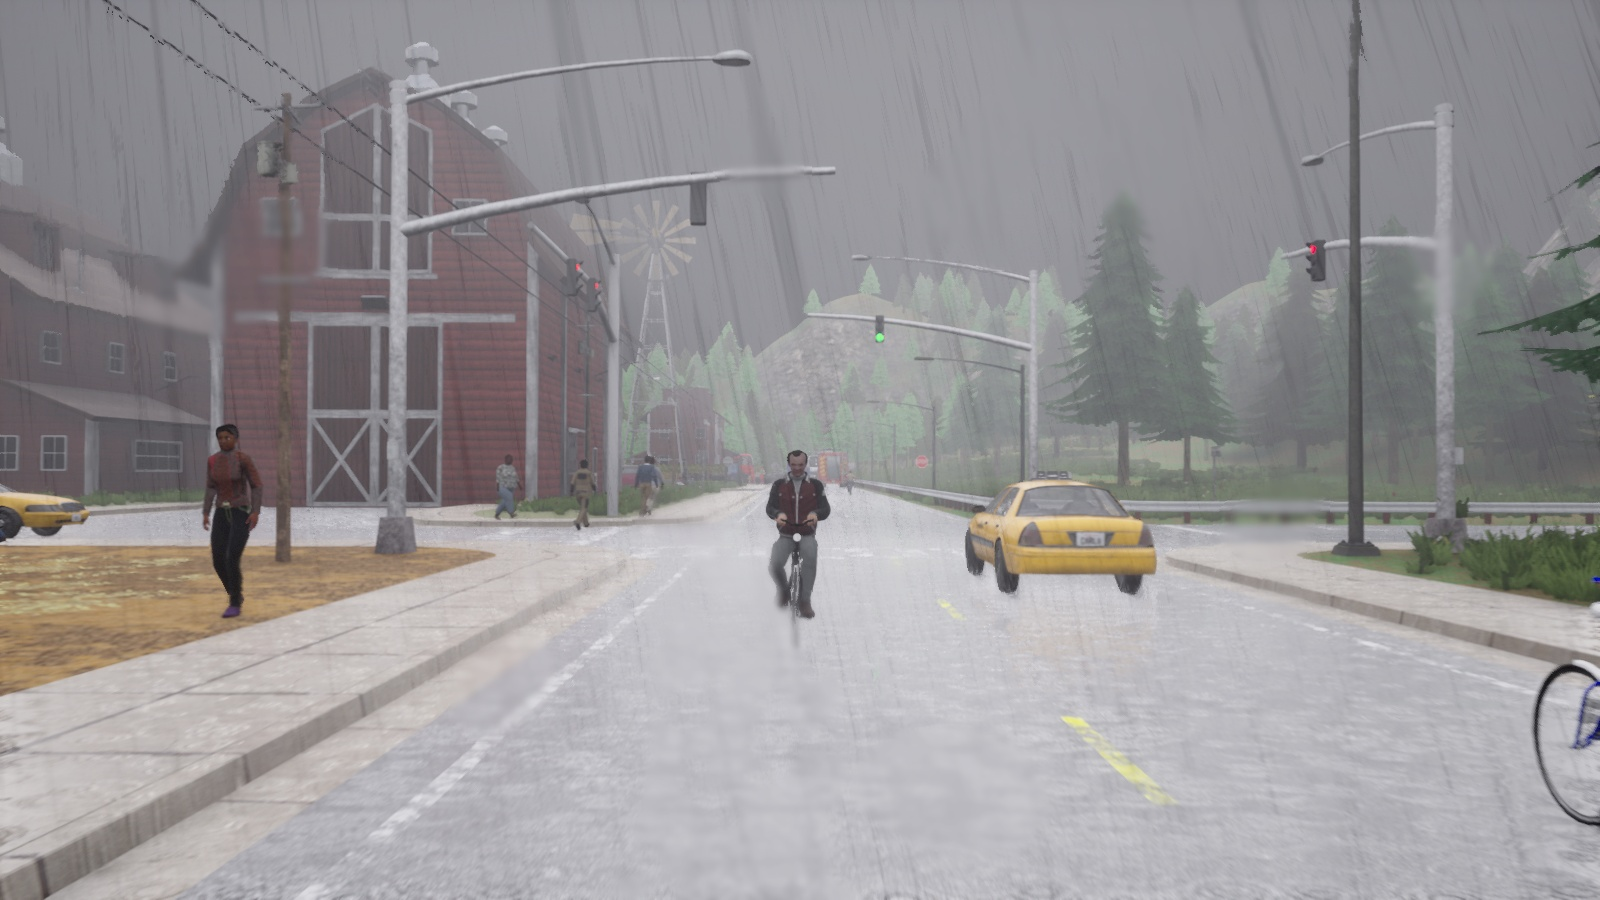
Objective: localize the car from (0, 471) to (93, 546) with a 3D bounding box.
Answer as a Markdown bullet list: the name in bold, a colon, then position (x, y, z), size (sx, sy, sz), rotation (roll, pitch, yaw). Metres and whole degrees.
- **car**: position (-18.566, 1.255, 27.300), size (5.366, 1.575, 1.801), rotation (0, -1, -1)

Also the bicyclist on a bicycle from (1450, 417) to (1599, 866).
- **bicyclist on a bicycle**: position (3.487, 0.758, 5.160), size (0.659, 1.776, 1.843), rotation (0, -1, 0)

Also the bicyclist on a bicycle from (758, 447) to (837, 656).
- **bicyclist on a bicycle**: position (-0.022, 0.879, 11.587), size (0.659, 1.776, 1.843), rotation (0, -1, 0)

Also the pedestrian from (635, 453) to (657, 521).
- **pedestrian**: position (-4.486, 1.078, 36.646), size (0.423, 1.949, 0.788), rotation (0, -1, 8)

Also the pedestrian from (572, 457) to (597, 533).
- **pedestrian**: position (-5.521, 1.152, 32.242), size (0.396, 1.930, 0.692), rotation (0, -1, 12)

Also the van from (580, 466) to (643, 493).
- **van**: position (-14.084, 2.194, 93.799), size (4.442, 1.987, 1.775), rotation (0, -1, -1)

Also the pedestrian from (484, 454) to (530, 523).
- **pedestrian**: position (-8.052, 1.056, 34.529), size (0.900, 1.855, 0.874), rotation (-1, -1, 37)

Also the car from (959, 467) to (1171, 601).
- **car**: position (3.457, 1.032, 17.467), size (1.801, 1.575, 5.366), rotation (0, -1, 0)

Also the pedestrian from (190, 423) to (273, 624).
- **pedestrian**: position (-5.311, 0.669, 11.765), size (0.328, 1.805, 0.869), rotation (0, -1, 5)

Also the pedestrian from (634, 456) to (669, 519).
- **pedestrian**: position (-4.404, 1.100, 37.271), size (0.874, 1.855, 0.900), rotation (0, -1, 3)
